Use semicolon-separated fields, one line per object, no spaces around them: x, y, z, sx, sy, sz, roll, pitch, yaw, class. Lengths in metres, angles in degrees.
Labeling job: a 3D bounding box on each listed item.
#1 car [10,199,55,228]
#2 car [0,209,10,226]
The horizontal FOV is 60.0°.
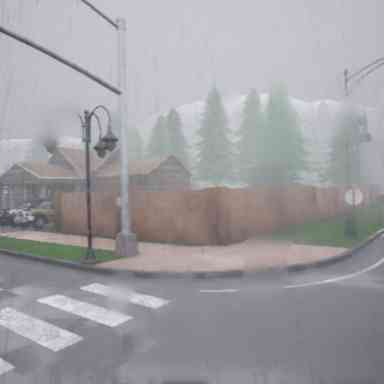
-9.442;1.385;22.727;1.932;1.855;4.605;-1;0;37;car
-11.690;1.442;23.917;1.905;1.878;3.866;-1;0;37;car
